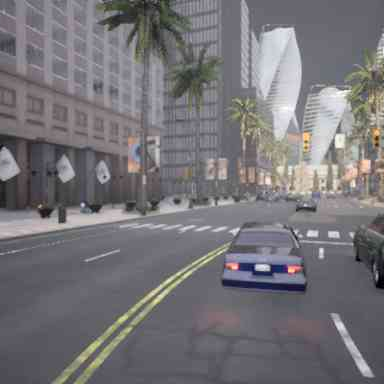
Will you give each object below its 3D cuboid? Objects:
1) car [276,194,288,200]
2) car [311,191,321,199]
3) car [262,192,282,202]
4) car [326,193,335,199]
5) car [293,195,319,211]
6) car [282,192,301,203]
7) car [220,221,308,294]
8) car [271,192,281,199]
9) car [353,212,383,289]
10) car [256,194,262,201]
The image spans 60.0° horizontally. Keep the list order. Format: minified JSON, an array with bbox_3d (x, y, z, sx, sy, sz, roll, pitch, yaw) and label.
[{"bbox_3d":[20.606,1.105,76.008,1.994,1.385,4.181,0,0,22],"label":"car"},{"bbox_3d":[31.047,0.730,83.335,2.150,2.045,5.566,0,0,21],"label":"car"},{"bbox_3d":[14.908,1.128,61.739,2.128,1.511,4.902,0,0,22],"label":"car"},{"bbox_3d":[34.432,1.100,82.388,1.895,1.301,4.718,0,0,21],"label":"car"},{"bbox_3d":[12.540,1.348,36.373,1.994,1.385,4.181,0,0,22],"label":"car"},{"bbox_3d":[18.114,1.121,60.335,1.882,1.535,5.008,0,0,22],"label":"car"},{"bbox_3d":[1.966,1.495,8.850,2.033,1.411,5.357,0,0,14],"label":"car"},{"bbox_3d":[22.731,0.825,89.850,2.185,1.767,4.553,0,0,21],"label":"car"},{"bbox_3d":[5.681,1.298,8.809,2.097,1.767,4.553,0,0,18],"label":"car"},{"bbox_3d":[14.589,1.105,69.487,2.161,1.482,4.786,0,0,21],"label":"car"}]
